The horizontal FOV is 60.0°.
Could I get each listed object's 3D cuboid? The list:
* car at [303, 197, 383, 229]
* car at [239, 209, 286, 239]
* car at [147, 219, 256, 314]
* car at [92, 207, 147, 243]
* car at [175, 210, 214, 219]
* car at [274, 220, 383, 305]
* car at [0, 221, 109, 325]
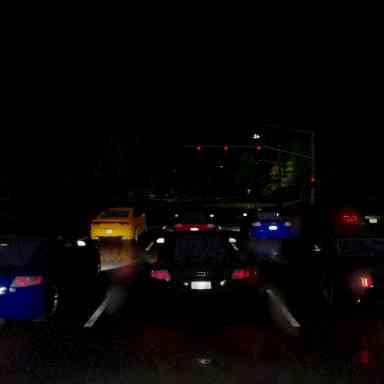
[{"bbox_3d":[7.106,1.222,15.726,2.150,2.045,5.566,0,0,0],"label":"car"},{"bbox_3d":[3.606,1.564,16.801,1.994,1.385,4.181,0,0,0],"label":"car"},{"bbox_3d":[0.117,1.564,7.693,1.994,1.385,4.181,0,0,-1],"label":"car"},{"bbox_3d":[-3.395,1.478,16.163,1.882,1.535,5.008,0,0,0],"label":"car"},{"bbox_3d":[0.106,1.564,16.096,1.994,1.385,4.181,0,0,0],"label":"car"},{"bbox_3d":[3.603,1.601,8.044,1.895,1.301,4.718,0,0,0],"label":"car"},{"bbox_3d":[-3.396,1.564,7.232,1.994,1.385,4.181,0,0,0],"label":"car"}]
